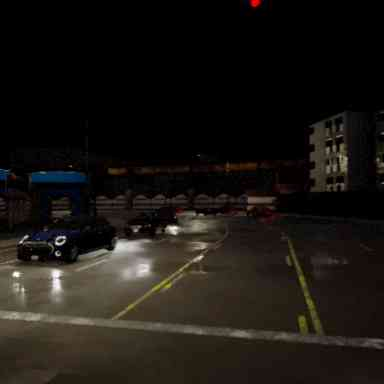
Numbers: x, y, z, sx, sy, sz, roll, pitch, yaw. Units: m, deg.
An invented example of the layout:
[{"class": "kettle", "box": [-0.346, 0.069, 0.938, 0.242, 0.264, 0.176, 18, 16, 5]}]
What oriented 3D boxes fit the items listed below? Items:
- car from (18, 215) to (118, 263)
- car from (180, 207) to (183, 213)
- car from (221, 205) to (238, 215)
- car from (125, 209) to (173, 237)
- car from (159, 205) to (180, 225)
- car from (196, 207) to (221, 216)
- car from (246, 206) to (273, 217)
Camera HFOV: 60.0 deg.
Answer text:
[{"class": "car", "box": [-5.022, 1.814, 14.062, 2.097, 1.767, 4.553, -1, -2, 15]}, {"class": "car", "box": [-3.716, 3.215, 61.737, 1.882, 1.535, 5.008, 1, -2, -43]}, {"class": "car", "box": [5.567, 2.934, 54.901, 1.882, 1.535, 5.008, 0, -2, -31]}, {"class": "car", "box": [-3.070, 2.173, 22.920, 2.128, 1.511, 4.902, -1, -2, 9]}, {"class": "car", "box": [-2.579, 2.297, 32.883, 2.097, 1.767, 4.553, 0, -2, -6]}, {"class": "car", "box": [2.222, 3.013, 53.346, 1.994, 1.385, 4.181, 0, -2, -28]}, {"class": "car", "box": [9.263, 2.657, 46.080, 1.882, 1.535, 5.008, 0, -2, -19]}]
